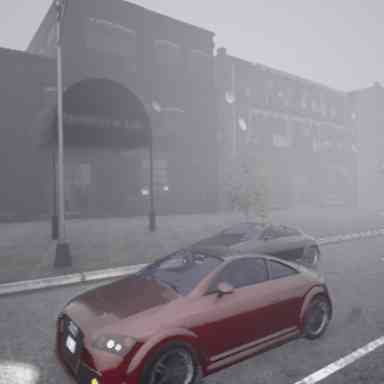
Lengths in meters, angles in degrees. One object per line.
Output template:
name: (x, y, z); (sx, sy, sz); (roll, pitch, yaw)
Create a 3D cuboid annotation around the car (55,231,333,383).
car: (0.227, 1.565, 4.993); (4.181, 1.385, 1.994); (0, 0, -36)

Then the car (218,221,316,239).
car: (1.810, 1.566, 9.602); (4.181, 1.385, 1.994); (0, 0, -36)
